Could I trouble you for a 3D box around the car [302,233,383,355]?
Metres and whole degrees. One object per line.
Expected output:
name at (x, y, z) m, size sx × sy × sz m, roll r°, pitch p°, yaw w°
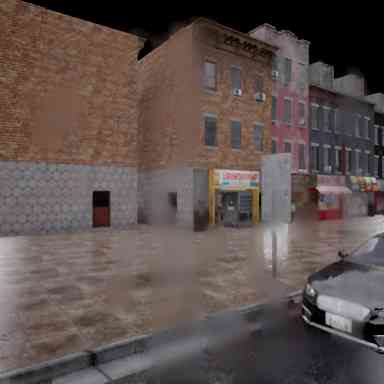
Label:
car at (3.965, 1.492, 5.913) m, size 4.902 × 1.511 × 2.128 m, roll 0°, pitch 0°, yaw -36°
